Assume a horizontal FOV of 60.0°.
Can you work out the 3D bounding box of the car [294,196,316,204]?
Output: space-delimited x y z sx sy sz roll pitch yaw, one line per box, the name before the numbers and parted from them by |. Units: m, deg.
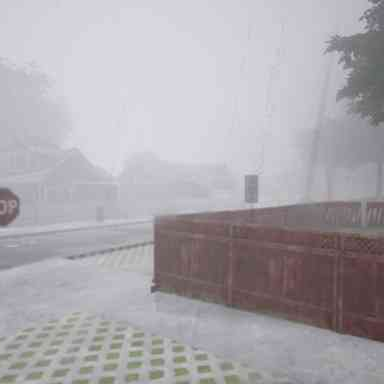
car | 15.592 1.354 45.734 1.837 1.490 4.892 0 0 36
